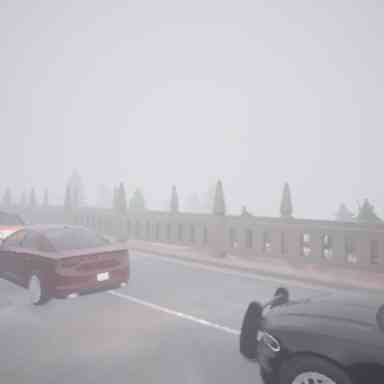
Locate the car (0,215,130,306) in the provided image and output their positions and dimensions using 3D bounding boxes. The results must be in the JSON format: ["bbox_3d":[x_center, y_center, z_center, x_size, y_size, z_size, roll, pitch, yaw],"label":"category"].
[{"bbox_3d":[-3.606,1.561,8.416,5.008,1.535,1.882,0,-1,43],"label":"car"}]

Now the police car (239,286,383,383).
[{"bbox_3d":[2.929,1.501,2.909,5.238,1.638,1.930,0,-1,37],"label":"police car"}]

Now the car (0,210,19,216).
[{"bbox_3d":[-7.620,1.445,12.325,4.553,1.767,2.097,0,-1,45],"label":"car"}]
